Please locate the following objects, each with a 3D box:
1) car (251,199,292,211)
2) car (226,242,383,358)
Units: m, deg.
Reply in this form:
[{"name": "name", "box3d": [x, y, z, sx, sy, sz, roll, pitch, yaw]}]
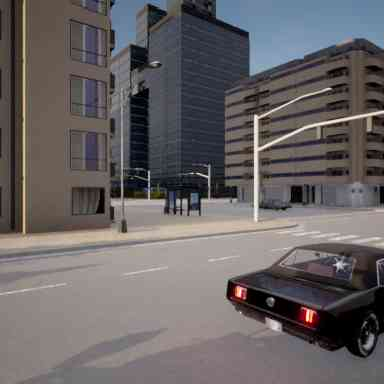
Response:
[{"name": "car", "box3d": [10.007, 1.603, 42.180, 2.033, 1.411, 5.357, 0, 0, -37]}, {"name": "car", "box3d": [2.954, 1.601, 6.035, 4.718, 1.301, 1.895, 0, 0, -36]}]
